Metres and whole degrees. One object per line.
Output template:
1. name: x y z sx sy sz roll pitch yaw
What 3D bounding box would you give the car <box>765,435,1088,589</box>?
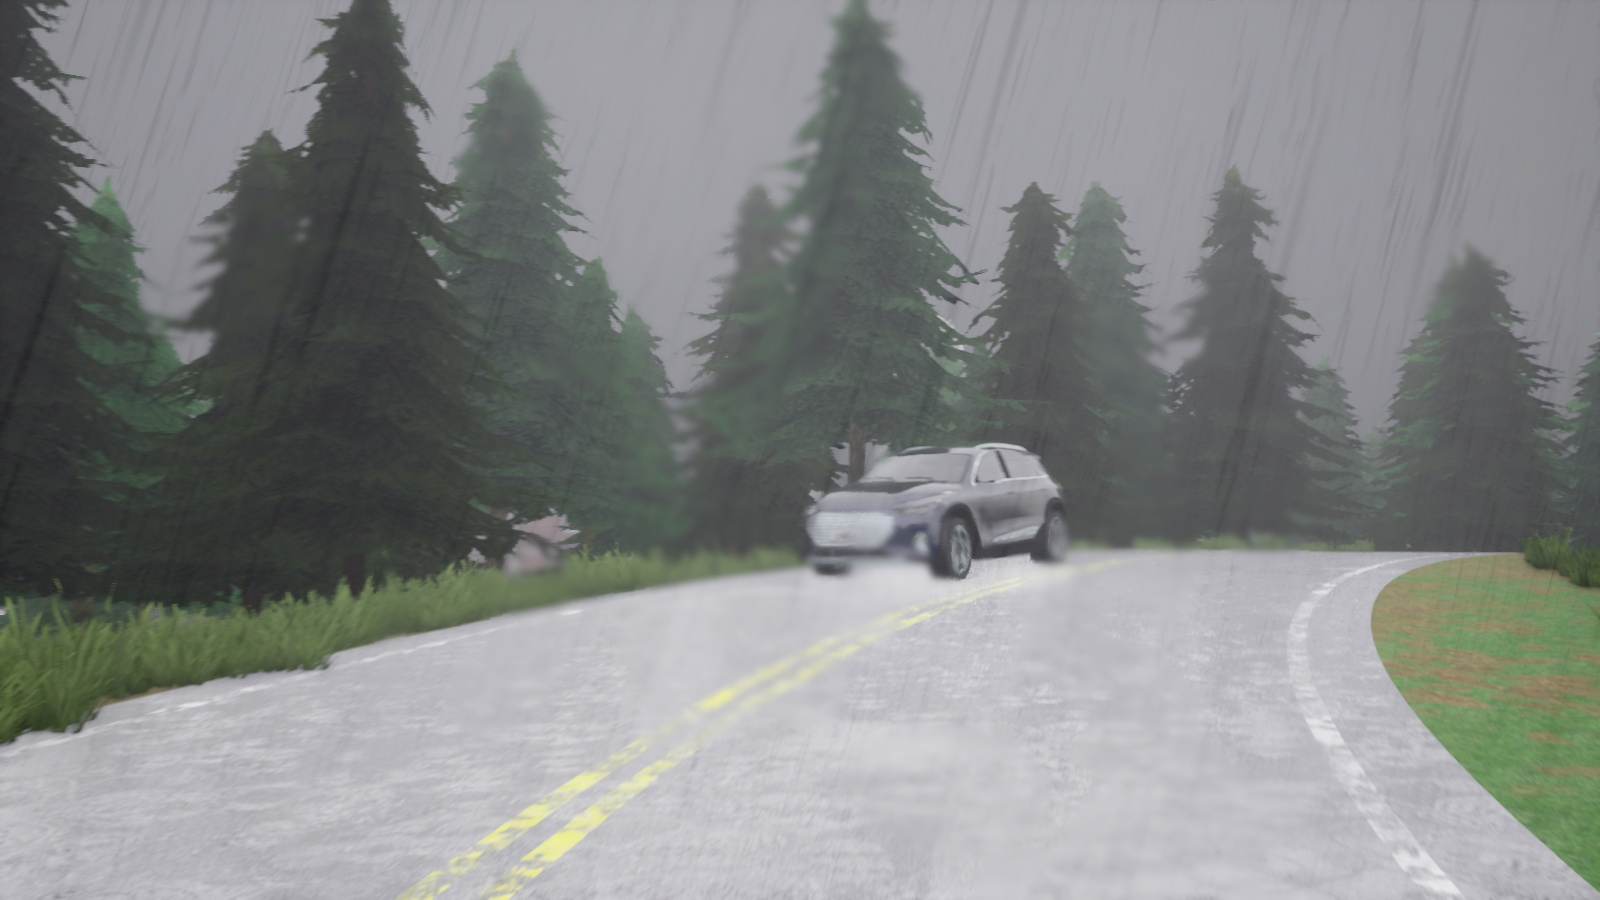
1. car: 1.799 0.742 15.990 2.033 1.649 4.856 -3 -2 33
